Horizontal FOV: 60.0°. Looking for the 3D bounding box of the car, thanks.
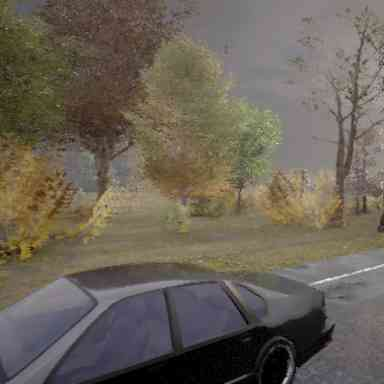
[{"bbox_3d":[-0.687,1.548,3.502,5.357,1.411,2.033,0,0,-35],"label":"car"}]
